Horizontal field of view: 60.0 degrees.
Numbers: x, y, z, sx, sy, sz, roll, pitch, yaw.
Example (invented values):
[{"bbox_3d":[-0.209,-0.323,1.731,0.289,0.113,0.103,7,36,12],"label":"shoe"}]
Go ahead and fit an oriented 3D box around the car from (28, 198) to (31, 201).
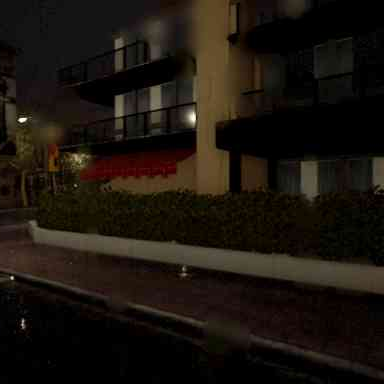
[{"bbox_3d":[-35.532,1.715,67.581,4.892,1.521,2.231,0,0,36],"label":"car"}]
